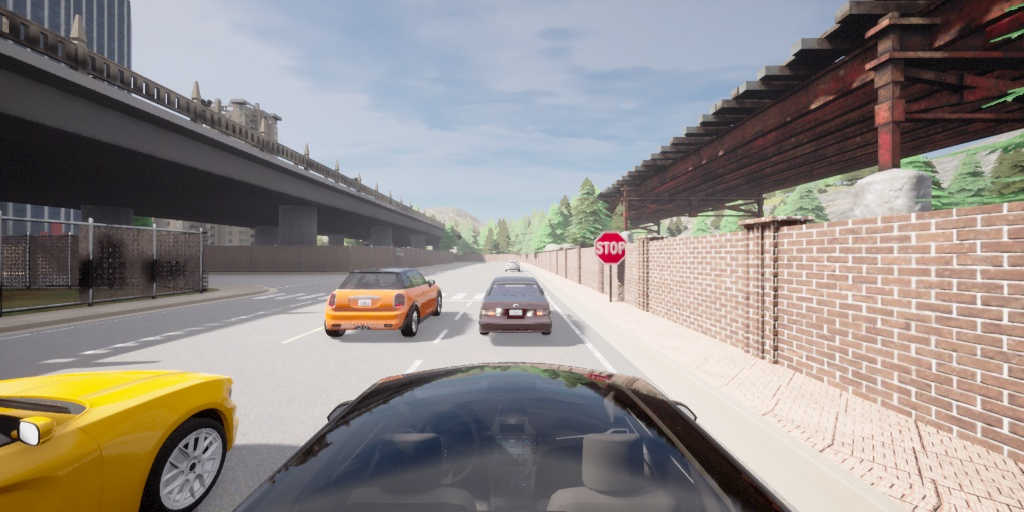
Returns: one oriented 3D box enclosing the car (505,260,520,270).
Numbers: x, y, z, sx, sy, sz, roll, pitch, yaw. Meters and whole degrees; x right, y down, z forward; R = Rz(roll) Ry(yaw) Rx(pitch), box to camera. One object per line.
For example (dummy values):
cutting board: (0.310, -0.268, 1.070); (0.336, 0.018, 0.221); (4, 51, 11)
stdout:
car: (0.083, 1.276, 46.330); (1.812, 1.442, 4.674); (0, 0, -1)

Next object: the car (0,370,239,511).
car: (-3.398, 1.228, 1.186); (1.882, 1.535, 5.008); (0, 0, 0)

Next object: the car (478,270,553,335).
car: (0.081, 1.297, 10.464); (2.033, 1.411, 5.357); (0, 0, 0)

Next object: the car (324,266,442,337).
car: (-3.420, 1.102, 10.443); (2.097, 1.767, 4.553); (0, 0, 0)
